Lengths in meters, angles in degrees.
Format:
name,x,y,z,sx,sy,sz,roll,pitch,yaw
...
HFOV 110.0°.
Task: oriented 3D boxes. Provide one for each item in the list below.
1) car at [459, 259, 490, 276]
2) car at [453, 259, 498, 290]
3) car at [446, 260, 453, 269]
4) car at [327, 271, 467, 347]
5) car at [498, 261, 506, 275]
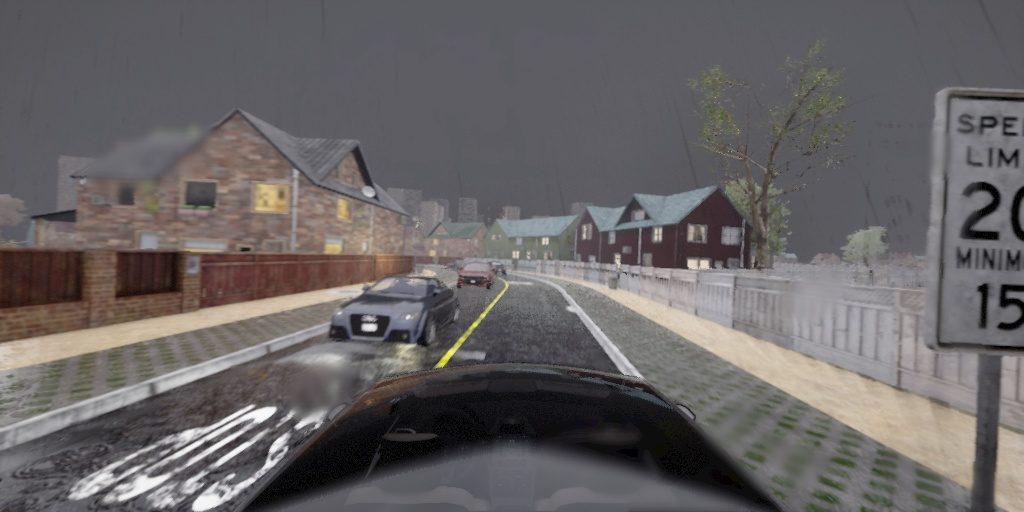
name,x,y,z,sx,sy,sz,roll,pitch,yaw
car,-3.945,1.123,36.868,2.128,1.511,4.902,3,-1,-17
car,-2.074,1.106,21.718,1.882,1.535,5.008,3,0,0
car,-7.570,1.133,49.847,1.994,1.385,4.181,3,-1,-35
car,-2.595,1.181,8.852,1.994,1.385,4.181,3,0,4
car,-2.035,1.254,39.446,1.812,1.442,4.674,3,0,-20
